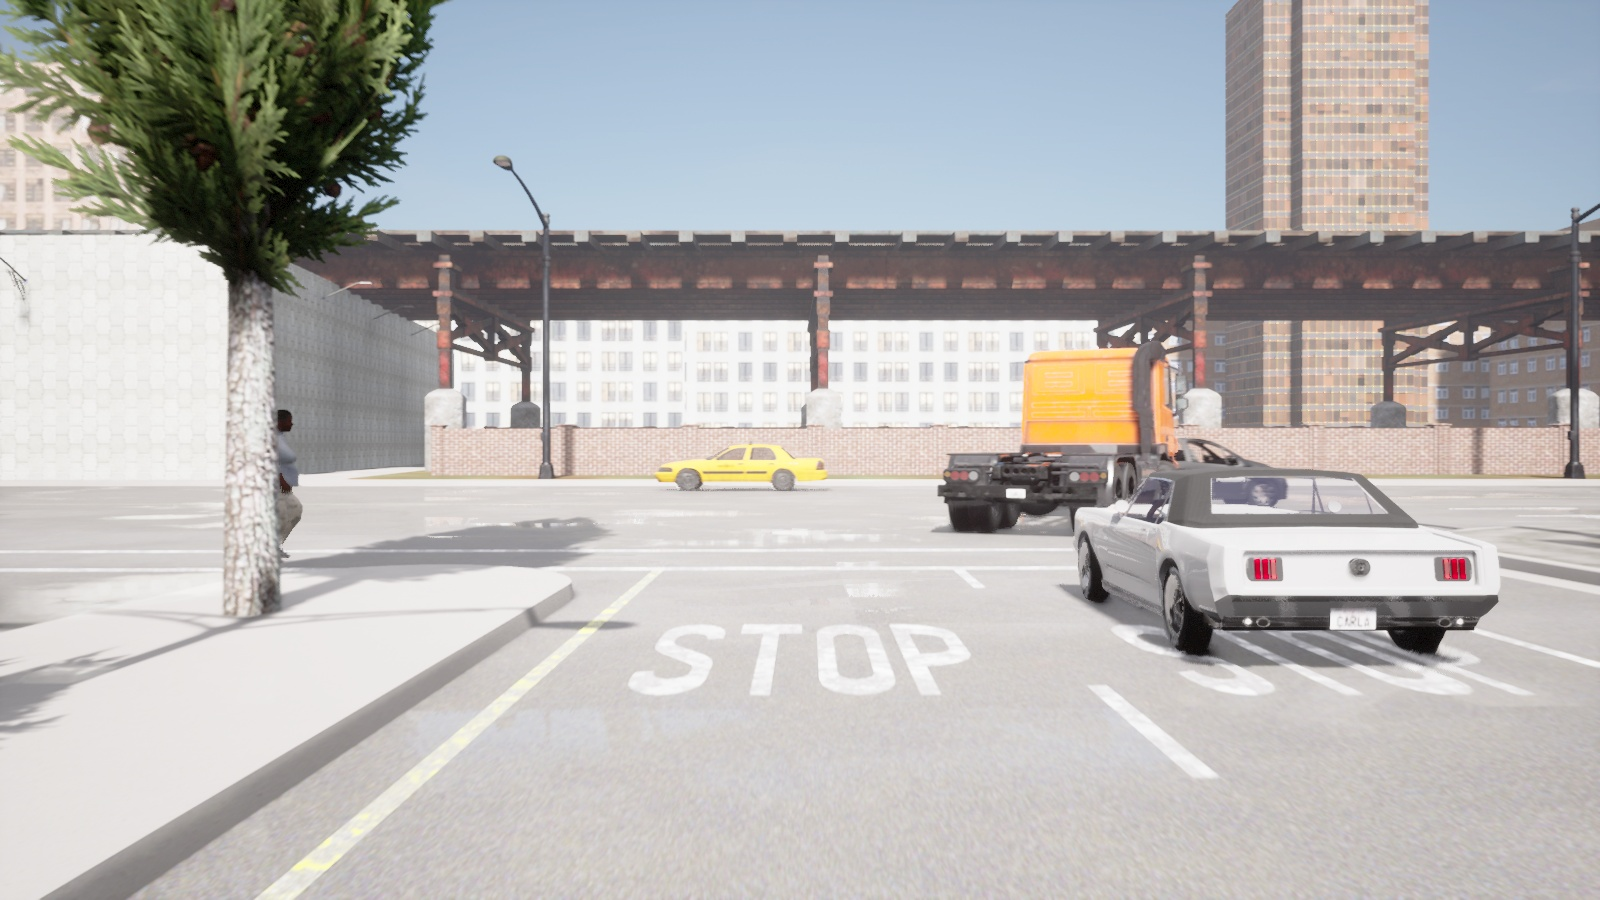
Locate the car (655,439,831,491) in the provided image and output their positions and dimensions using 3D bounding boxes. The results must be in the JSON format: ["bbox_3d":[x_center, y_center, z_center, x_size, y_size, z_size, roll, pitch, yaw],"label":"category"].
[{"bbox_3d":[-1.719,0.464,39.131,5.366,1.575,1.801,0,0,1],"label":"car"}]

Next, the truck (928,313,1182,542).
[{"bbox_3d":[5.020,-0.362,23.213,2.891,3.462,7.936,0,0,24],"label":"truck"}]

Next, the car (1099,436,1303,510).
[{"bbox_3d":[9.018,0.492,28.449,3.988,1.617,1.851,0,0,-3],"label":"car"}]

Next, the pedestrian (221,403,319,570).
[{"bbox_3d":[-6.113,0.405,14.534,0.900,1.855,0.874,0,0,-12],"label":"pedestrian"}]

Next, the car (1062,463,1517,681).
[{"bbox_3d":[3.574,0.792,10.259,1.895,1.301,4.718,0,0,0],"label":"car"}]
